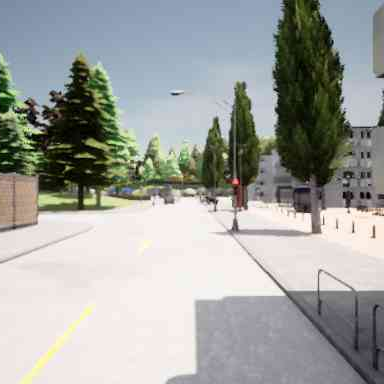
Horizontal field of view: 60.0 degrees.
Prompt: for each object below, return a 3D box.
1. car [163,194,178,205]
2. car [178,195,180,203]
[{"bbox_3d":[-4.021,1.559,59.423,1.837,1.490,4.892,0,0,0],"label":"car"},{"bbox_3d":[-3.962,1.509,75.068,2.150,2.045,5.566,0,0,0],"label":"car"}]
